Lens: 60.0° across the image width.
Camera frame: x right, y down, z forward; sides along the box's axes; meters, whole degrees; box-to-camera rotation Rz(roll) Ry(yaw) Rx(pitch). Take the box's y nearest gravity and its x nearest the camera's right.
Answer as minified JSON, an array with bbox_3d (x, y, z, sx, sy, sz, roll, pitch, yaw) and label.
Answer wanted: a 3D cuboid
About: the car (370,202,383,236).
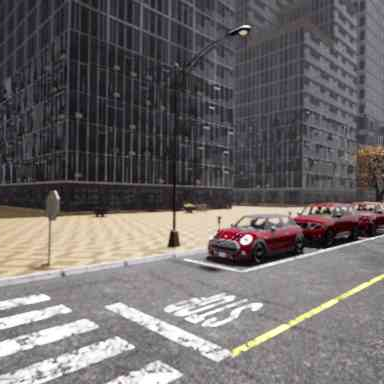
[{"bbox_3d":[10.545,1.545,20.189,5.009,1.841,2.192,1,0,-44],"label":"car"}]

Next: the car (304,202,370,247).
[{"bbox_3d":[6.489,1.488,16.260,5.009,1.841,2.192,1,0,-44],"label":"car"}]

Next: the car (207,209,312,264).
[{"bbox_3d":[2.433,1.556,12.331,4.097,1.590,1.967,1,0,-44],"label":"car"}]
